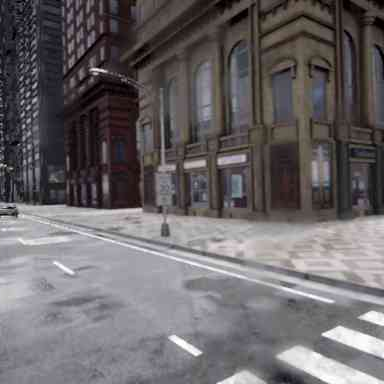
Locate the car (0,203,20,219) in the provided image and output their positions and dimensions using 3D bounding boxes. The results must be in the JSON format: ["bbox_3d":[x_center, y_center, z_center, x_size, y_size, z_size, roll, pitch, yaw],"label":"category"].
[{"bbox_3d":[-18.960,1.885,34.038,2.128,1.511,4.902,-2,0,-35],"label":"car"}]
